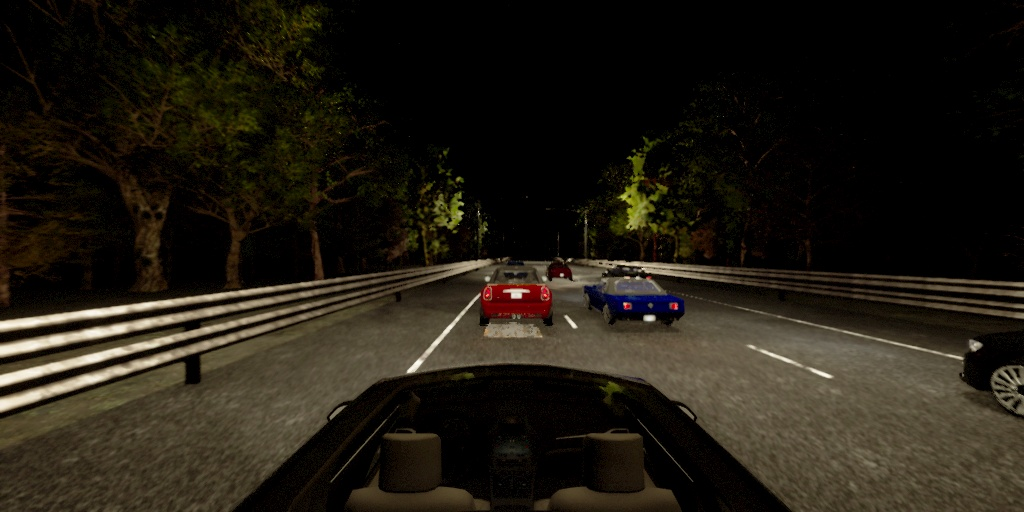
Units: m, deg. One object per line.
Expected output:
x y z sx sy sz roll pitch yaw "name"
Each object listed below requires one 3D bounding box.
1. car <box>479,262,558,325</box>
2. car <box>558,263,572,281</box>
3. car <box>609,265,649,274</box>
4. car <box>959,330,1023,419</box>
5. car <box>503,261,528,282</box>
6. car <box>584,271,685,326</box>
0.131 1.097 11.905 2.097 1.767 4.553 0 0 0 "car"
3.789 1.262 29.311 1.812 1.442 4.674 0 0 1 "car"
7.210 1.288 22.821 2.033 1.411 5.357 0 0 1 "car"
7.095 1.243 2.860 2.128 1.511 4.902 0 0 0 "car"
0.296 1.213 29.891 1.882 1.535 5.008 0 0 1 "car"
3.628 1.347 11.644 1.895 1.301 4.718 0 0 0 "car"
